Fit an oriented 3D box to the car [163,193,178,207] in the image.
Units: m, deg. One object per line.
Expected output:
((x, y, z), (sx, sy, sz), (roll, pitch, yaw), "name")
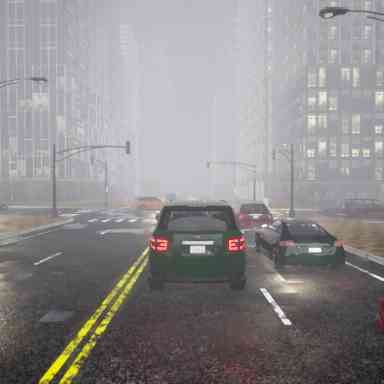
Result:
((-3.281, 1.183, 51.752), (2.150, 2.045, 5.566), (0, 0, -1), "car")

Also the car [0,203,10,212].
((-20.884, 1.392, 33.686), (4.181, 1.385, 1.994), (1, 1, 1), "car")

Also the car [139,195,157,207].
((-6.543, 1.316, 49.968), (2.097, 1.767, 4.553), (0, 0, 1), "car")

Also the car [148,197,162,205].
((-6.478, 1.554, 58.958), (1.895, 1.301, 4.718), (0, 0, 0), "car")

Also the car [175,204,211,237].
((0.127, 1.515, 18.880), (1.812, 1.442, 4.674), (0, 0, 2), "car")

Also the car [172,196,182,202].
((-3.137, 1.532, 71.616), (1.895, 1.301, 4.718), (0, 0, 0), "car")

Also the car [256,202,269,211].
((3.381, 1.341, 19.740), (2.097, 1.767, 4.553), (0, 0, 0), "car")

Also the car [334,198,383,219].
((16.249, 1.517, 30.421), (5.009, 1.841, 2.192), (1, 0, 1), "car")

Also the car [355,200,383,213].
((21.871, 1.641, 38.698), (4.829, 1.417, 1.752), (1, 0, 1), "car")

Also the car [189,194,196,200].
((0.146, 1.430, 91.656), (1.812, 1.442, 4.674), (0, 0, 0), "car")

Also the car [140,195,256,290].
((0.116, 1.217, 9.198), (2.150, 2.045, 5.566), (0, 0, 0), "car")

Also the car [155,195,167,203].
((-6.390, 1.418, 69.212), (1.882, 1.535, 5.008), (0, 0, 0), "car")

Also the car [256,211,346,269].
((3.368, 1.558, 11.127), (1.994, 1.385, 4.181), (0, 0, 0), "car")

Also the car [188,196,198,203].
((0.210, 1.467, 68.394), (1.812, 1.442, 4.674), (0, 0, 0), "car")

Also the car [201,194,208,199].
((3.397, 1.216, 91.648), (1.882, 1.535, 5.008), (0, 0, 0), "car")

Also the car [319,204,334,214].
((16.780, 1.660, 36.197), (5.357, 1.411, 2.033), (0, 1, 1), "car")

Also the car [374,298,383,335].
((3.354, 1.600, 2.302), (1.895, 1.301, 4.718), (0, 0, 0), "car")

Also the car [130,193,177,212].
((-4.419, 1.274, 36.763), (4.553, 1.767, 2.097), (0, 1, -33), "car")

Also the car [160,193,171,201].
((-6.373, 1.151, 79.782), (2.150, 2.045, 5.566), (0, 0, 0), "car")

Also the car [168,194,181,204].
((-3.216, 1.302, 61.563), (2.097, 1.767, 4.553), (0, 0, 0), "car")
